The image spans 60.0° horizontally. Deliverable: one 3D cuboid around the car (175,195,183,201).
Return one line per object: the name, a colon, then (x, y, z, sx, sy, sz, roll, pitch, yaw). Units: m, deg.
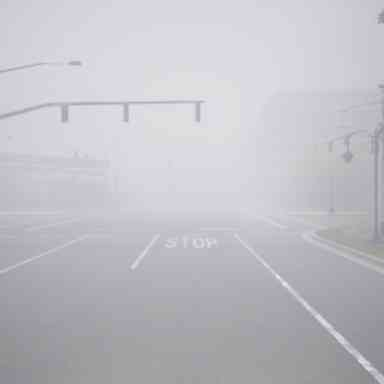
car: (-3.314, 1.493, 83.144, 1.837, 1.490, 4.892, 0, 0, 0)

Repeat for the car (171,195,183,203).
car: (-3.180, 1.539, 66.758, 2.033, 1.411, 5.357, 0, 0, 0)

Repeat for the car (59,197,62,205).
car: (-24.029, 1.451, 56.138, 3.806, 1.475, 1.970, 0, 0, 1)

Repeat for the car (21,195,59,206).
car: (-23.312, 1.291, 50.387, 4.611, 1.667, 2.242, 0, 0, 1)
